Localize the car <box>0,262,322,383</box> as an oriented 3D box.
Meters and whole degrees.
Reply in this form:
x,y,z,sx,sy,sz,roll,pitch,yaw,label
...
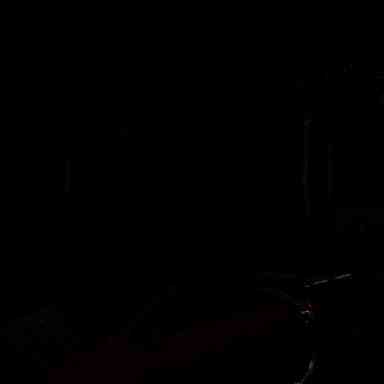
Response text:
x,y,z,sx,sy,sz,roll,pitch,yaw,label
-0.466,1.567,3.659,4.181,1.385,1.994,0,0,-35,car
